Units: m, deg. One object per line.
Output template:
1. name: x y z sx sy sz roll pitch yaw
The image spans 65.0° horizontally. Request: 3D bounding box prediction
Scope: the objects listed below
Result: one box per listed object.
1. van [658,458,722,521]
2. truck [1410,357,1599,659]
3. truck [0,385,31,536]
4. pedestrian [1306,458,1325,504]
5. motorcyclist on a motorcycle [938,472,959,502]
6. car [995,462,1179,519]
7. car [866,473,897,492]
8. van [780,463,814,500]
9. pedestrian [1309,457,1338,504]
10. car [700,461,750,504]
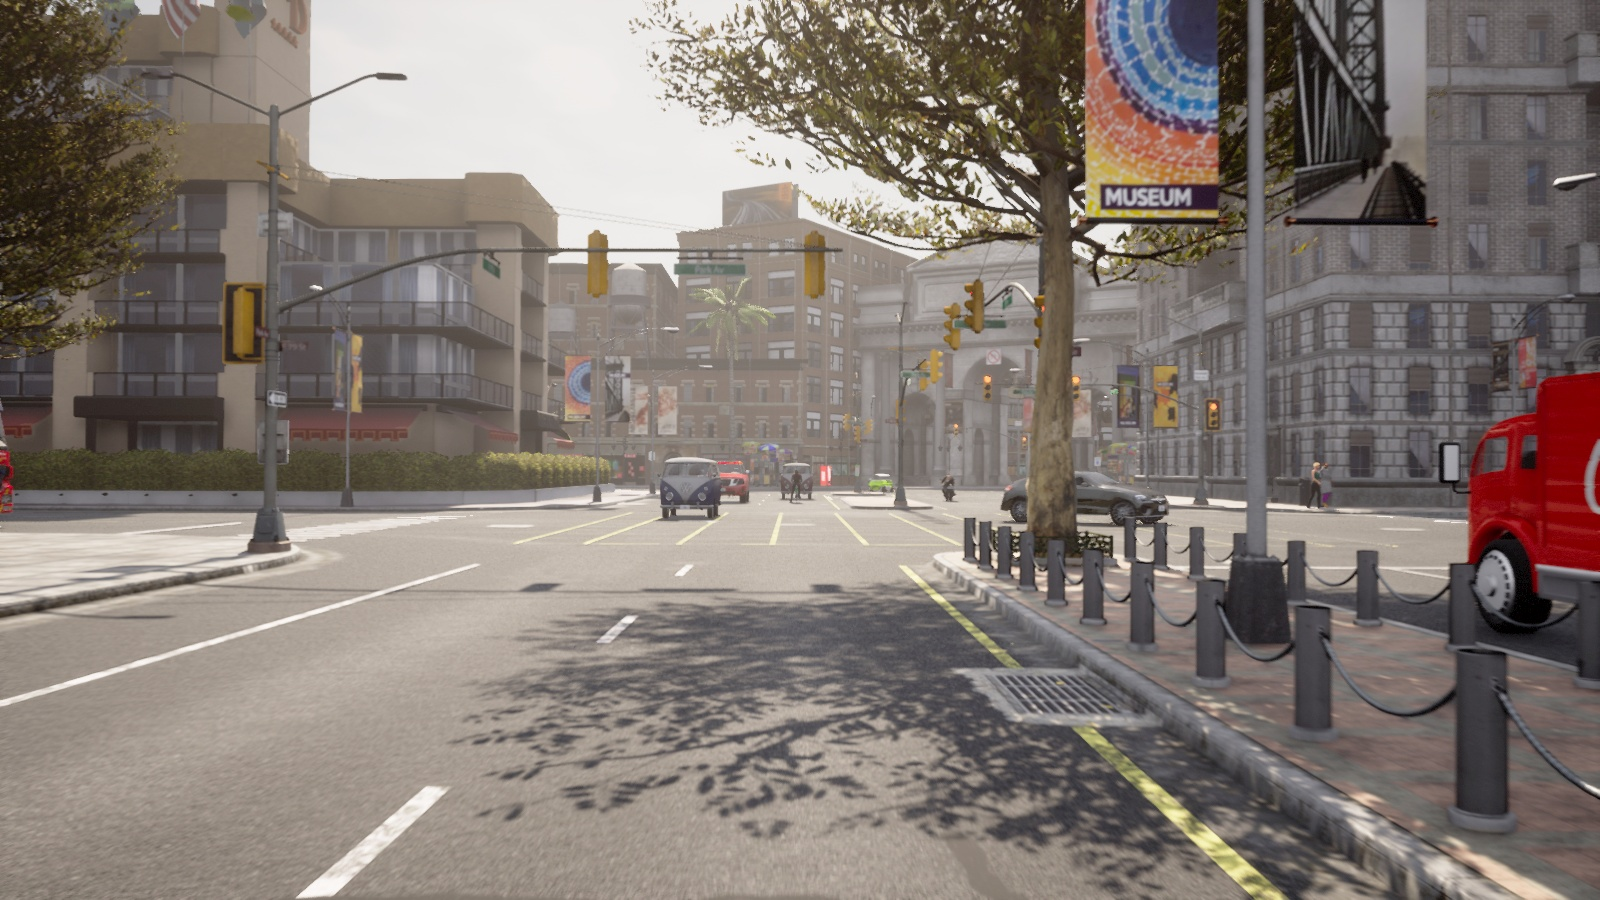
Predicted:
1. van: -3.602 1.281 41.768 1.775 1.987 4.442 0 -1 0
2. truck: 7.866 0.479 10.933 2.627 2.467 5.204 0 -1 1
3. truck: -24.418 0.275 31.493 8.468 3.827 2.891 0 -1 0
4. pedestrian: 20.397 1.222 49.704 0.345 1.836 0.594 0 -1 -35
5. motorcyclist on a motorcycle: 7.839 1.930 66.390 0.866 1.530 2.191 0 -1 0
6. car: 8.675 1.199 38.225 5.027 1.651 2.152 -1 -1 39
7. car: 6.023 2.408 93.336 1.481 1.376 2.207 0 -1 -22
8. van: -0.169 1.730 69.335 1.775 1.987 4.442 0 -1 0
9. pedestrian: 21.543 1.250 51.649 0.659 1.952 0.873 0 -1 -20
10. car: -3.652 1.592 62.365 2.150 2.045 5.566 0 -1 0
